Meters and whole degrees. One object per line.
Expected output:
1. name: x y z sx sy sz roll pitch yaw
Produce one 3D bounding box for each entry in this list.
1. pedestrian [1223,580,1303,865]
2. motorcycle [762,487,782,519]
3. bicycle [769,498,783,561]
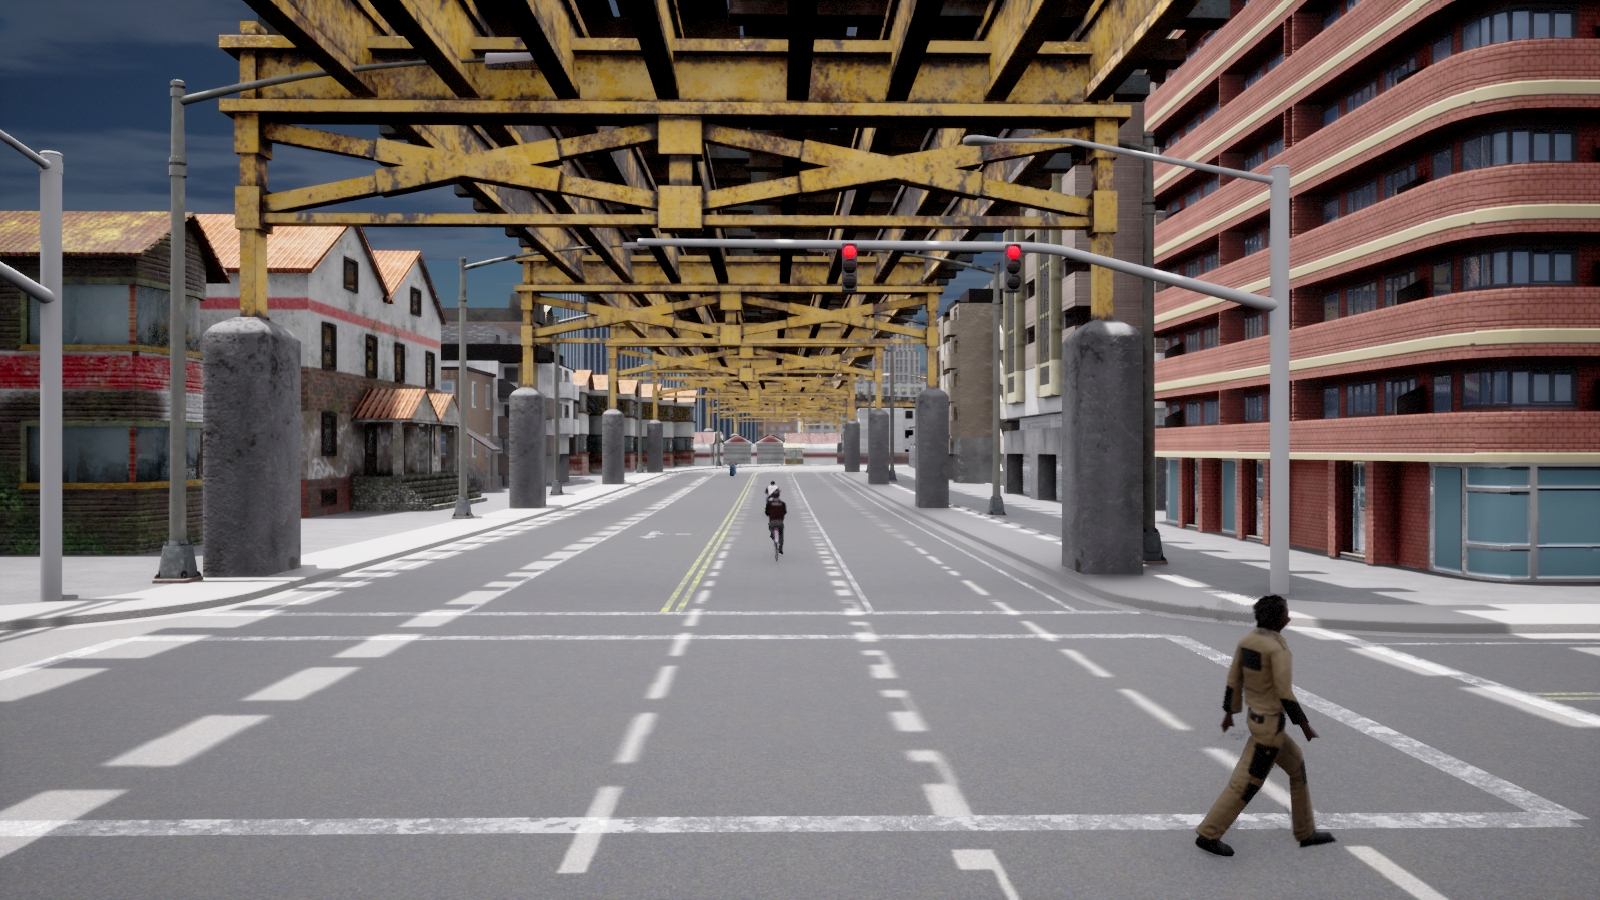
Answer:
1. pedestrian: 3.179 1.848 7.862 0.375 1.860 0.375 0 0 -6
2. motorcycle: -1.133 2.162 47.040 0.803 1.224 2.033 0 0 -1
3. bicycle: -0.632 2.048 29.637 0.329 1.496 1.835 0 0 -2
